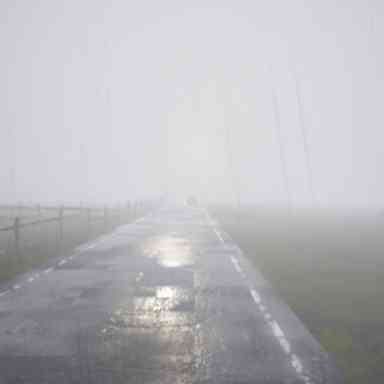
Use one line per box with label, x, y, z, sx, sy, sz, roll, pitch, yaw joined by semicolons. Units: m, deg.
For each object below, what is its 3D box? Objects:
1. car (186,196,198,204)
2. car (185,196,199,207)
car;0.007;1.465;61.847;2.128;1.511;4.902;0;0;0
car;0.005;1.468;51.528;2.128;1.511;4.902;0;0;0
